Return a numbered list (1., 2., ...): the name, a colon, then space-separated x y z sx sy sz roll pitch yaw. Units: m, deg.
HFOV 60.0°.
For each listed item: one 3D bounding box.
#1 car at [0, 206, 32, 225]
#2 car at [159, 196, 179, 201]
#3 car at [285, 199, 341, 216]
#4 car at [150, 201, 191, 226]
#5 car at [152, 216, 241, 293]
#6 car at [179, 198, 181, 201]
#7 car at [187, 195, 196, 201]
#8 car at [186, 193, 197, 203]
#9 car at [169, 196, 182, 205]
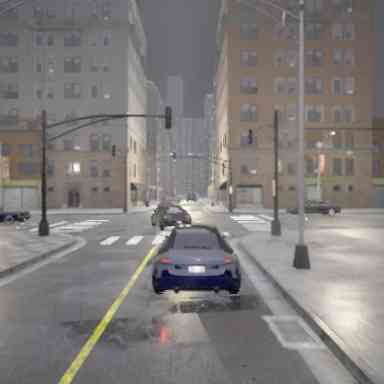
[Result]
1. car: -14.167 1.643 23.807 4.718 1.301 1.895 0 0 0
2. car: -3.093 1.359 42.080 2.097 1.767 4.553 0 0 0
3. car: 11.139 1.443 30.682 4.892 1.490 1.837 0 0 0
4. car: -1.369 1.516 20.622 1.812 1.442 4.674 0 0 -16
5. car: 0.090 1.563 8.870 1.994 1.385 4.181 0 0 0
6. car: -3.130 1.520 51.279 1.837 1.490 4.892 0 0 0
7. car: -0.161 1.564 84.062 2.128 1.511 4.902 0 0 0
8. car: -0.121 1.258 73.673 2.150 2.045 5.566 0 0 0
9. car: -3.123 1.516 62.438 2.128 1.511 4.902 0 0 0
